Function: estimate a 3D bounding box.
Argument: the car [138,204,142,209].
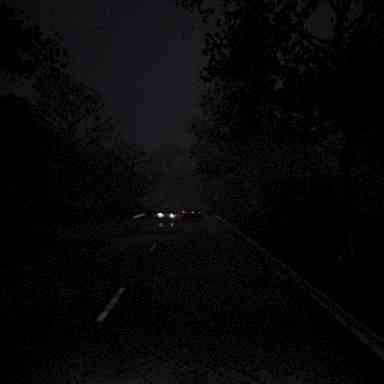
[{"bbox_3d":[-11.998,2.650,61.289,4.674,1.442,1.812,0,-2,13],"label":"car"}]

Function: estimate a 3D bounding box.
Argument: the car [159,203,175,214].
[{"bbox_3d":[-3.357,2.197,44.742,1.812,1.442,4.674,0,-1,0],"label":"car"}]

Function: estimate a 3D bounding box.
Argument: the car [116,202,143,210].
[{"bbox_3d":[-12.161,2.755,64.890,4.902,1.511,2.128,-1,-2,10],"label":"car"}]

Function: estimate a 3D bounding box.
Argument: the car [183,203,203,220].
[{"bbox_3d":[0.081,1.922,32.071,2.033,1.411,5.357,0,-1,0],"label":"car"}]

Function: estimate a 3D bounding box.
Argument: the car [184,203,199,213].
[{"bbox_3d":[-0.147,2.363,50.818,2.033,1.411,5.357,0,-1,-4],"label":"car"}]

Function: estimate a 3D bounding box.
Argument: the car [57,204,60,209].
[{"bbox_3d":[-26.062,2.606,65.032,4.553,1.767,2.097,0,-2,8],"label":"car"}]
